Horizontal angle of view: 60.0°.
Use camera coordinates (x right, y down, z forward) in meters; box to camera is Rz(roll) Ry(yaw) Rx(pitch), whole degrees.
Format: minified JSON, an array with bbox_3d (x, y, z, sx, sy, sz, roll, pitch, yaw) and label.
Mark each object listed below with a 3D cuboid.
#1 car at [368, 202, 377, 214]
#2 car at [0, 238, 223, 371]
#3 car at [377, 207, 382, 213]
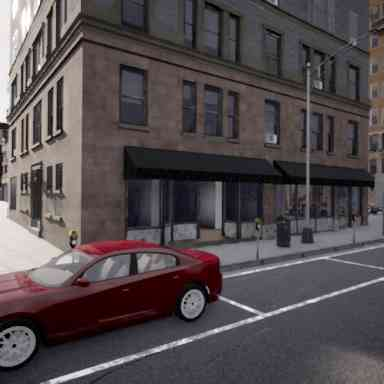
[{"bbox_3d":[14.095,1.353,30.818,1.812,1.442,4.674,1,0,-33],"label":"car"},{"bbox_3d":[-1.518,1.544,5.672,4.507,1.381,1.887,0,1,-35],"label":"car"},{"bbox_3d":[16.350,1.358,33.250,1.837,1.490,4.892,1,0,-35],"label":"car"}]
